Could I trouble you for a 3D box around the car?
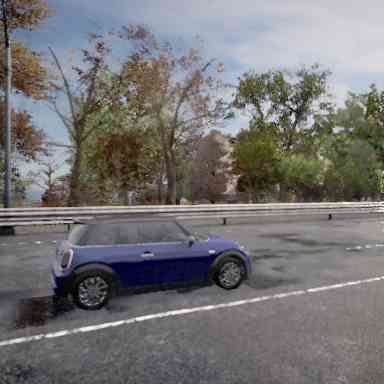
[{"bbox_3d":[-0.838,1.328,7.797,4.553,1.767,2.097,0,0,-26],"label":"car"}]
